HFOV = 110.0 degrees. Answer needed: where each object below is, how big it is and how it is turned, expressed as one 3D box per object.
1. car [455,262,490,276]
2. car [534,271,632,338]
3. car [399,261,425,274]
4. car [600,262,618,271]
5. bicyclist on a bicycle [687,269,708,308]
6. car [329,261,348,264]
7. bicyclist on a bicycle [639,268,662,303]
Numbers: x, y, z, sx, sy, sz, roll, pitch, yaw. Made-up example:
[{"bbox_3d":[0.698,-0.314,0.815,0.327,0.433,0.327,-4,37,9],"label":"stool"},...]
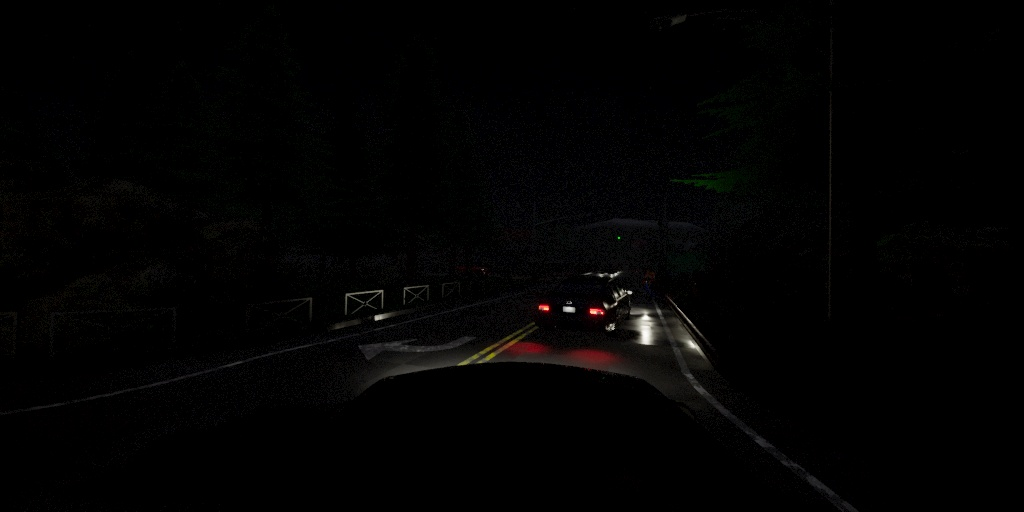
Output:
[{"bbox_3d":[-4.994,1.604,44.528,4.553,1.767,2.097,1,-1,20],"label":"car"},{"bbox_3d":[2.277,1.289,10.267,2.033,1.411,5.357,1,-1,24],"label":"car"},{"bbox_3d":[-13.884,1.480,47.703,4.553,1.767,2.097,1,-1,20],"label":"car"},{"bbox_3d":[15.462,2.024,57.933,2.097,1.767,4.553,1,-1,20],"label":"car"},{"bbox_3d":[7.833,1.372,15.106,1.656,1.620,0.582,1,-1,-35],"label":"bicyclist on a bicycle"},{"bbox_3d":[-23.289,1.525,51.321,4.674,1.442,1.812,1,-1,23],"label":"car"},{"bbox_3d":[6.385,1.361,16.485,1.656,1.620,0.582,1,-1,-32],"label":"bicyclist on a bicycle"}]
